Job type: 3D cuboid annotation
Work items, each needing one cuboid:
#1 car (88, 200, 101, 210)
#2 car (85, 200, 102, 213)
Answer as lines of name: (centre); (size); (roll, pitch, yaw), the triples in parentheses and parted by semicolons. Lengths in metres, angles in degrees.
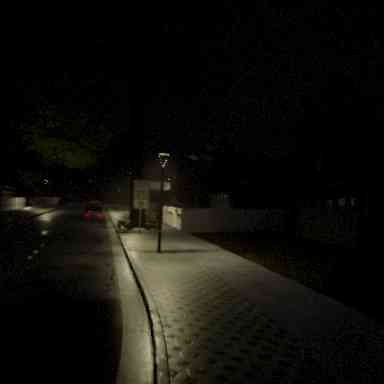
car: (-15.081, 1.987, 51.473); (1.812, 1.442, 4.674); (3, -2, -15)
car: (-12.392, 1.800, 41.805); (1.882, 1.535, 5.008); (3, -1, -15)
